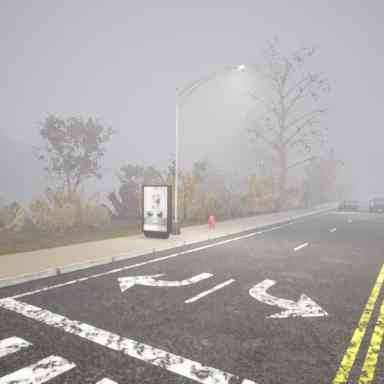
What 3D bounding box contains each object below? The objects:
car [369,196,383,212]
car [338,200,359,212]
[{"bbox_3d":[21.539,1.393,38.046,2.097,1.767,4.553,0,0,31],"label":"car"},{"bbox_3d":[18.724,1.602,39.670,1.994,1.385,4.181,0,0,31],"label":"car"}]
